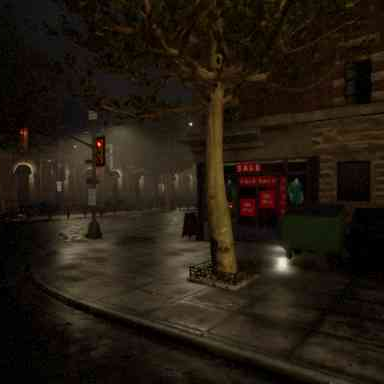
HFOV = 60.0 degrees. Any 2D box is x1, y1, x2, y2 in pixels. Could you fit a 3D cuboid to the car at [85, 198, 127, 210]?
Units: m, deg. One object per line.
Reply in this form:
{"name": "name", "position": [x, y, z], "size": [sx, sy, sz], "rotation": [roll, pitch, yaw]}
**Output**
{"name": "car", "position": [-10.458, 1.490, 41.949], "size": [2.128, 1.511, 4.902], "rotation": [0, 0, 36]}

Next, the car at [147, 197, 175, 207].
{"name": "car", "position": [-4.568, 1.476, 50.038], "size": [1.882, 1.535, 5.008], "rotation": [0, 0, 36]}

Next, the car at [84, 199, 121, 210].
{"name": "car", "position": [-12.075, 1.593, 45.081], "size": [1.895, 1.301, 4.718], "rotation": [0, 0, 36]}

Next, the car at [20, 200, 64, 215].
{"name": "car", "position": [-15.664, 1.562, 34.784], "size": [1.994, 1.385, 4.181], "rotation": [0, 0, 36]}
